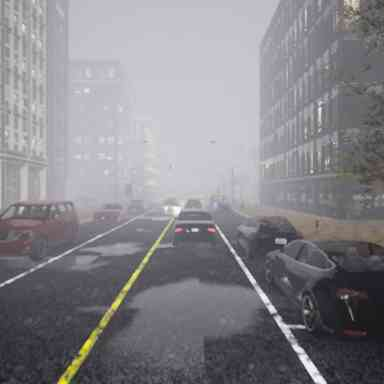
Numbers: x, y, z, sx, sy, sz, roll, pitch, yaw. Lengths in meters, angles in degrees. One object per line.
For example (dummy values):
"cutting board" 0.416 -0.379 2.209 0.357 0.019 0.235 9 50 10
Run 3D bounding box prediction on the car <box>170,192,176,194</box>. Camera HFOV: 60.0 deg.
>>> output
"car" -5.627 1.115 85.004 1.752 1.417 4.829 0 0 0

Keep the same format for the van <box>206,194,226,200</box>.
"van" 2.686 1.153 34.843 1.690 1.788 3.998 0 0 0

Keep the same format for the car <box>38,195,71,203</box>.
"car" -22.918 1.169 55.660 4.829 1.417 1.752 0 0 0

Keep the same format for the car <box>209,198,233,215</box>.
"car" 2.681 1.423 29.155 1.802 1.307 4.206 0 0 0

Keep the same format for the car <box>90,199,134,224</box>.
"car" -5.671 1.415 23.498 1.887 1.381 4.507 0 0 0

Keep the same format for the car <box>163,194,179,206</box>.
"car" -2.966 1.316 48.147 1.994 1.385 4.181 0 0 0

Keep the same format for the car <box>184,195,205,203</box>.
"car" 0.124 1.339 34.645 1.812 1.442 4.674 0 0 0

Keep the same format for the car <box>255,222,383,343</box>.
"car" 2.665 1.529 6.398 1.947 1.339 4.313 0 0 0

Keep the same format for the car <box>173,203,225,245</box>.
"car" 0.110 1.463 14.986 2.033 1.411 5.357 0 0 0

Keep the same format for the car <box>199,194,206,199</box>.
"car" 2.758 1.149 90.708 1.802 1.307 4.206 0 0 0

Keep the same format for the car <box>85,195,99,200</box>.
"car" -17.426 1.236 55.669 4.206 1.307 1.802 0 0 0

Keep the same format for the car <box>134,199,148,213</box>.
"car" -5.662 1.378 34.875 1.947 1.339 4.313 0 0 0

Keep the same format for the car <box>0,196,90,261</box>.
"car" -5.677 1.246 12.118 2.192 1.841 5.009 0 0 0

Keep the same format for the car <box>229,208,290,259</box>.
"car" 2.669 1.497 12.088 1.947 1.339 4.313 0 0 0

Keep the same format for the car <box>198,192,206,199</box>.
"car" 2.751 1.135 79.800 1.752 1.417 4.829 0 0 0
